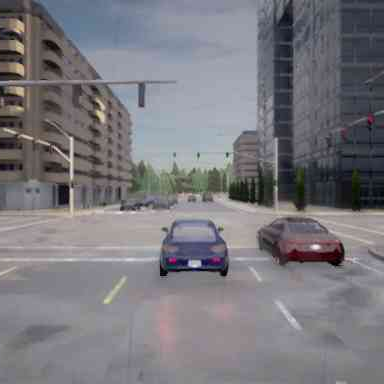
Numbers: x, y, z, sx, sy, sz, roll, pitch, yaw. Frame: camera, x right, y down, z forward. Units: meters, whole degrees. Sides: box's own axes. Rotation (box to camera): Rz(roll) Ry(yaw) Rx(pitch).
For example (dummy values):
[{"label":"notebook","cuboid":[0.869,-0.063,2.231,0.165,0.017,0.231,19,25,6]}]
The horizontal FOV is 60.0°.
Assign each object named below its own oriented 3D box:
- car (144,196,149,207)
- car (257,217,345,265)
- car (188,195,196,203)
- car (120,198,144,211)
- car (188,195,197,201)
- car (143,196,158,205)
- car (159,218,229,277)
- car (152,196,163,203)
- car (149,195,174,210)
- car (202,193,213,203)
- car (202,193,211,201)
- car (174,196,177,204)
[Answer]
[{"label":"car","cuboid":[-7.370,1.559,49.273,1.994,1.385,4.181,0,0,2]},{"label":"car","cuboid":[3.573,1.564,11.637,1.994,1.385,4.181,0,0,0]},{"label":"car","cuboid":[-0.024,1.534,71.775,2.033,1.411,5.357,0,0,1]},{"label":"car","cuboid":[-7.424,1.501,40.379,1.837,1.490,4.892,0,0,1]},{"label":"car","cuboid":[0.103,1.518,82.119,2.128,1.511,4.902,0,0,1]},{"label":"car","cuboid":[-7.244,1.472,58.089,1.882,1.535,5.008,0,0,1]},{"label":"car","cuboid":[0.024,1.525,10.165,1.812,1.442,4.674,0,0,-1]},{"label":"car","cuboid":[-7.067,1.492,68.446,1.837,1.490,4.892,0,0,1]},{"label":"car","cuboid":[-3.908,1.348,43.334,2.097,1.767,4.553,0,0,0]},{"label":"car","cuboid":[3.478,1.349,71.978,2.097,1.767,4.553,0,0,1]},{"label":"car","cuboid":[3.604,1.218,82.140,2.150,2.045,5.566,0,0,1]},{"label":"car","cuboid":[-3.838,1.521,52.821,1.812,1.442,4.674,0,0,1]}]
